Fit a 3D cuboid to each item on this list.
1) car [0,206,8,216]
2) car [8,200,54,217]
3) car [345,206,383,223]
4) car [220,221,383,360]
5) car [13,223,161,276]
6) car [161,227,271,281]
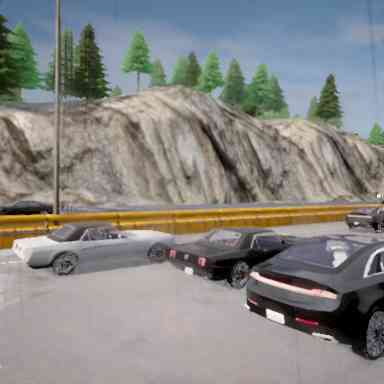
[{"bbox_3d":[-15.763,1.448,22.852,4.902,1.511,2.128,1,0,-36],"label":"car"},{"bbox_3d":[-14.322,1.462,28.205,5.008,1.535,1.882,1,0,-36],"label":"car"},{"bbox_3d":[11.576,1.641,20.877,4.902,1.511,2.128,1,0,-36],"label":"car"},{"bbox_3d":[3.115,1.532,6.050,4.902,1.511,2.128,1,0,-36],"label":"car"},{"bbox_3d":[-2.813,1.612,10.396,4.718,1.301,1.895,1,0,-36],"label":"car"},{"bbox_3d":[1.716,1.642,9.364,4.718,1.301,1.895,1,0,-36],"label":"car"}]
